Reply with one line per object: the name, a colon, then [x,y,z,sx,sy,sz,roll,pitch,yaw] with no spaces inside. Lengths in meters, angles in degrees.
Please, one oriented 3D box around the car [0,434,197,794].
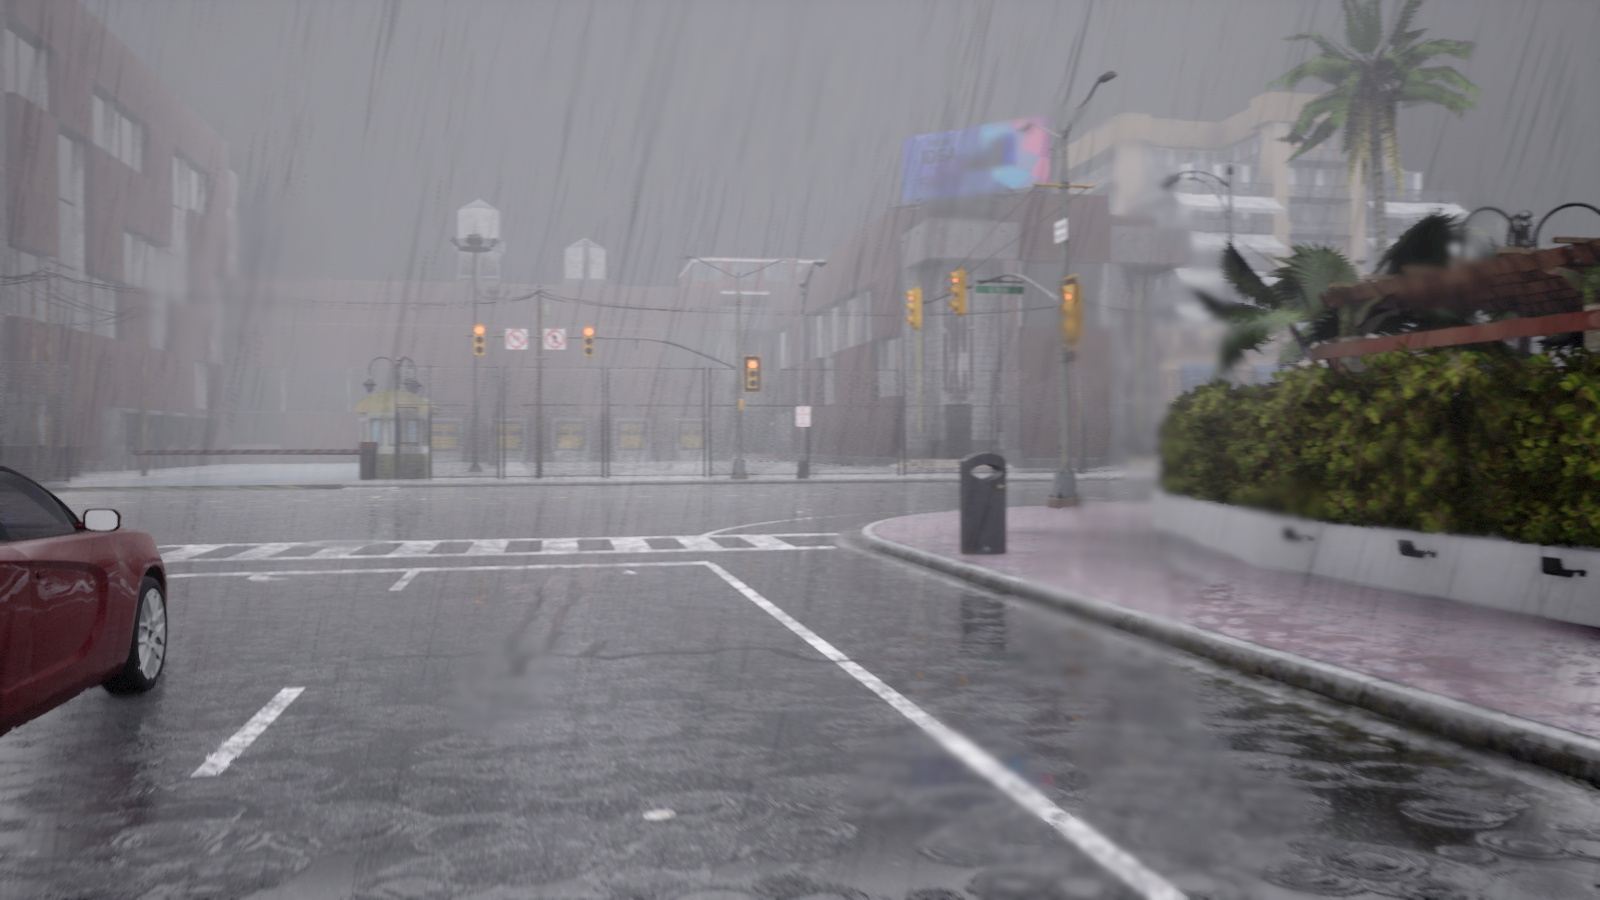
car: [-4.464,0.700,5.772,1.882,1.535,5.008,0,0,-12]
